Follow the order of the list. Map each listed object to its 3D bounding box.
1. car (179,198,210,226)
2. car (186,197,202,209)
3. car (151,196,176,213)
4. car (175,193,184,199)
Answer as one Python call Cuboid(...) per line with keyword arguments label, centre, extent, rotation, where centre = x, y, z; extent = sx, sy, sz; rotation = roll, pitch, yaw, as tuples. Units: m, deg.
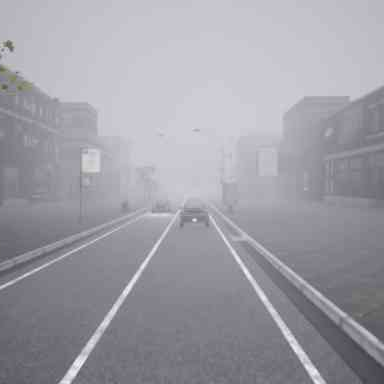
Cuboid(label="car", centre=(0.167, 1.438, 22.661), extent=(1.837, 1.490, 4.892), rotation=(0, 0, 0))
Cuboid(label="car", centre=(0.227, 1.356, 42.127), extent=(1.895, 1.301, 4.718), rotation=(0, 1, 0))
Cuboid(label="car", centre=(-2.991, 1.406, 33.796), extent=(1.994, 1.385, 4.181), rotation=(0, 1, 0))
Cuboid(label="car", centre=(-2.772, 0.919, 75.104), extent=(1.994, 1.385, 4.181), rotation=(0, 1, 0))
